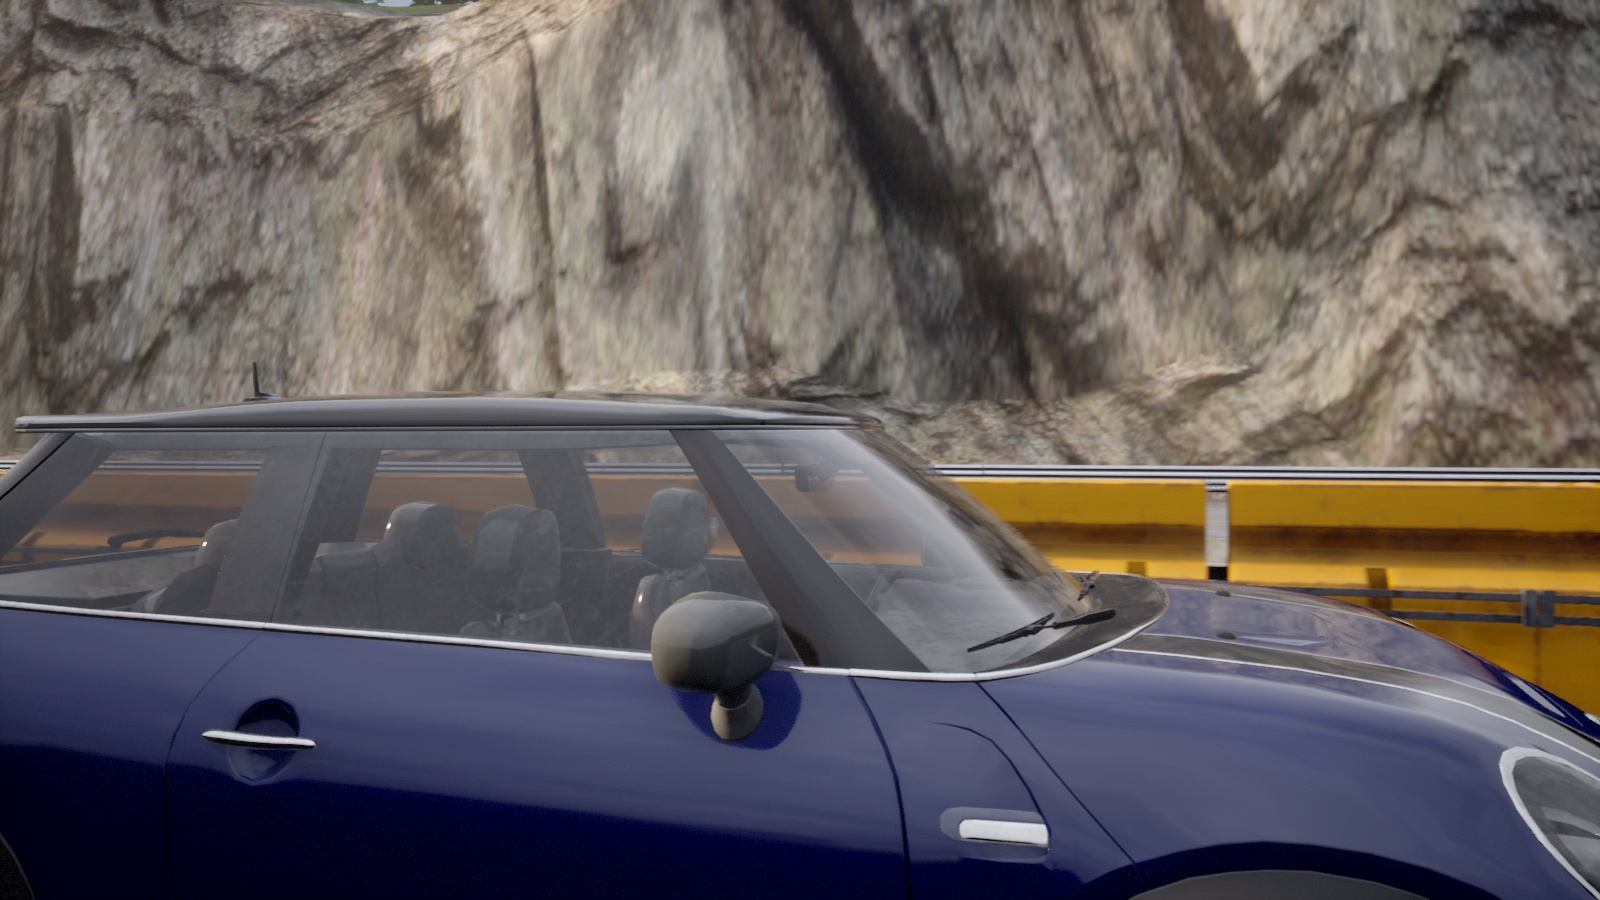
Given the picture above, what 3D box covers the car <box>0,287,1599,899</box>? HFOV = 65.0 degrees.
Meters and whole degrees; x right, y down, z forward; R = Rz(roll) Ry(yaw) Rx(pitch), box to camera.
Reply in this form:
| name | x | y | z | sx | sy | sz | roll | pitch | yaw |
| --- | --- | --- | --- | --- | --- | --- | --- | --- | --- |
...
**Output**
| name | x | y | z | sx | sy | sz | roll | pitch | yaw |
| --- | --- | --- | --- | --- | --- | --- | --- | --- | --- |
| car | -0.228 | 0.631 | 3.267 | 4.553 | 1.767 | 2.097 | 1 | 1 | 18 |
